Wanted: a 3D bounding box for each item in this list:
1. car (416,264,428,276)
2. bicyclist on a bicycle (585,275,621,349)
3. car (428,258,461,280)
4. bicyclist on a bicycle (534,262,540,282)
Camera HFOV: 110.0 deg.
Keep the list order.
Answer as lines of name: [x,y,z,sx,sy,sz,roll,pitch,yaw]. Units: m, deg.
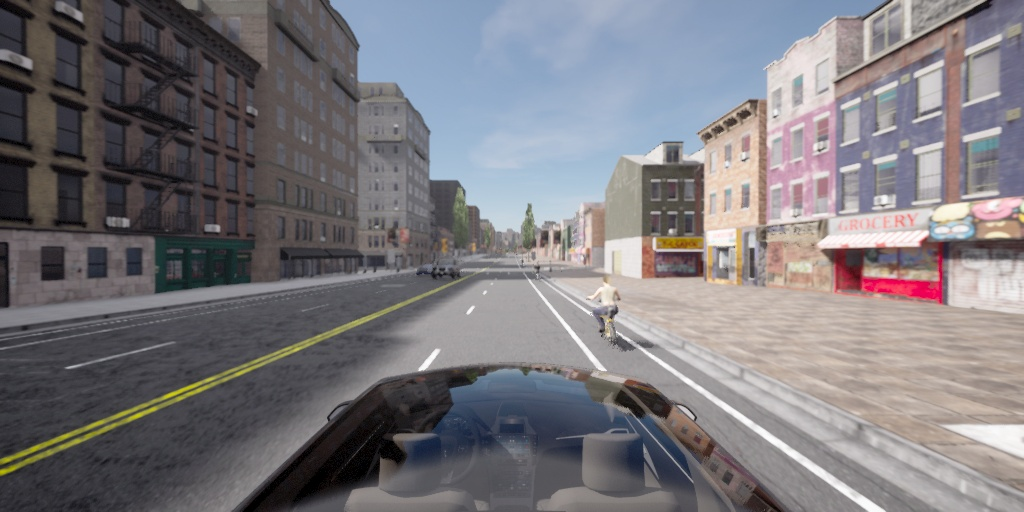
car: [-9.815,1.620,42.352,2.033,1.411,5.357,0,0,0]
bicyclist on a bicycle: [2.219,1.263,8.498,0.866,1.612,1.509,0,-1,0]
car: [-6.595,1.268,36.526,2.150,2.045,5.566,0,-1,0]
bicyclist on a bicycle: [2.246,1.392,32.167,0.659,1.776,1.843,0,0,0]
